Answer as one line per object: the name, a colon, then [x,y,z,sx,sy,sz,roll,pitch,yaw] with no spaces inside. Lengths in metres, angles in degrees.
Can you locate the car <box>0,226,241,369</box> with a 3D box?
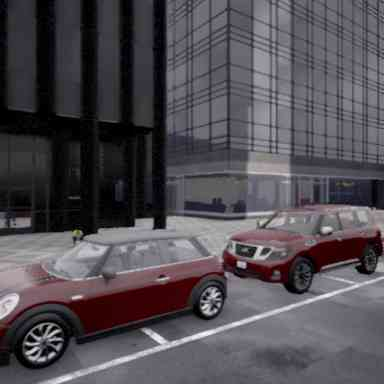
car: [-1.396,1.438,5.659,4.097,1.590,1.967,0,0,-36]

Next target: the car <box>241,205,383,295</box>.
car: [3.163,1.307,8.927,5.009,1.841,2.192,0,0,-36]
